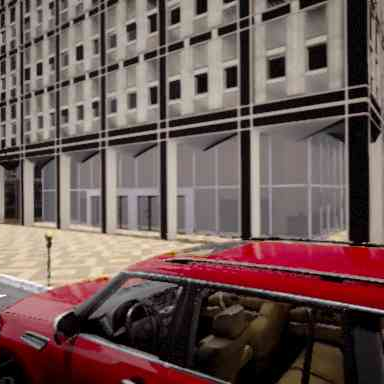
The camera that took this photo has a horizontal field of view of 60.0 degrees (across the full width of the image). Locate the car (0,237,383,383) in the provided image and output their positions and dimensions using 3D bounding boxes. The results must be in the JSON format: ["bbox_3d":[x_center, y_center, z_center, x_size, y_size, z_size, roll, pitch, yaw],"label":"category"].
[{"bbox_3d":[0.327,1.326,2.641,5.009,1.841,2.192,-1,0,36],"label":"car"}]
